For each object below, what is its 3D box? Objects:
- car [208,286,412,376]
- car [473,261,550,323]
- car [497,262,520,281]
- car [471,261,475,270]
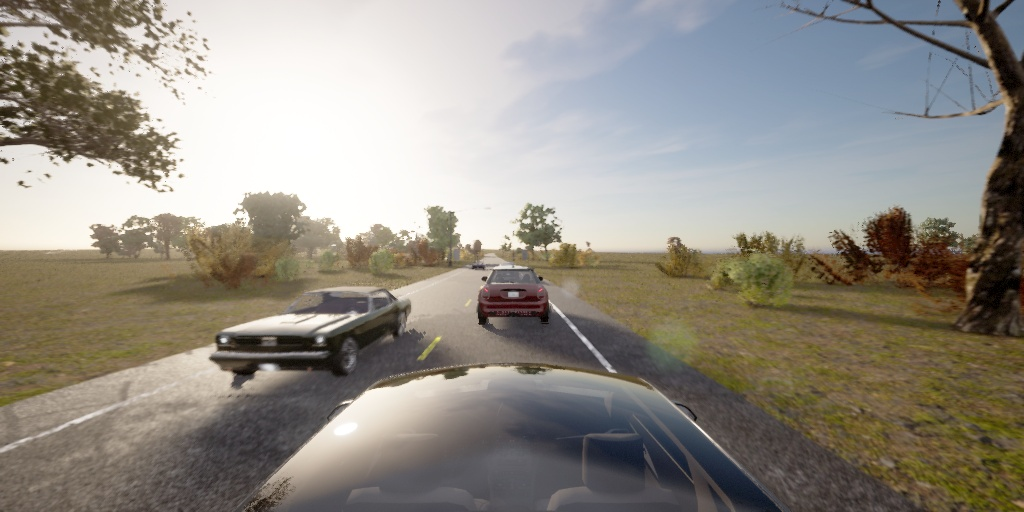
[{"bbox_3d":[-3.633,1.351,7.548,1.895,1.301,4.718,0,0,0],"label":"car"},{"bbox_3d":[0.020,1.098,12.187,2.097,1.767,4.553,0,0,-1],"label":"car"},{"bbox_3d":[-0.373,1.259,30.593,1.812,1.442,4.674,0,0,-2],"label":"car"},{"bbox_3d":[-4.802,1.360,51.666,1.895,1.301,4.718,0,0,-3],"label":"car"}]
